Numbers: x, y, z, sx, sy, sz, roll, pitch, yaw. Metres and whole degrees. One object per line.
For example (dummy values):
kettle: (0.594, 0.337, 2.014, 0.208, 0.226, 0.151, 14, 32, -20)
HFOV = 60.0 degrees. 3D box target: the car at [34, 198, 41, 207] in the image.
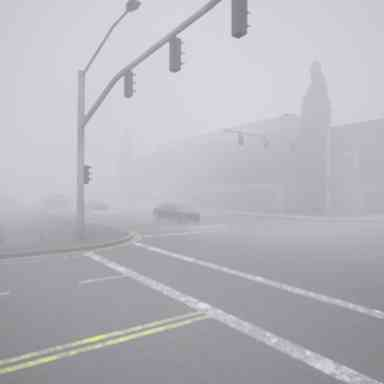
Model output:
car: (-24.456, 1.638, 54.422, 1.994, 1.385, 4.181, 0, 0, -34)

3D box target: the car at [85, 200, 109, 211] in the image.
car: (-11.900, 1.658, 41.735, 1.994, 1.385, 4.181, 0, 0, -34)

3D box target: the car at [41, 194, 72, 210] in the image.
car: (-18.738, 1.295, 45.854, 2.150, 2.045, 5.566, 0, 0, -34)

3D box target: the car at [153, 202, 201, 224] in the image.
car: (-1.269, 1.570, 25.974, 1.882, 1.535, 5.008, 0, 0, -35)
